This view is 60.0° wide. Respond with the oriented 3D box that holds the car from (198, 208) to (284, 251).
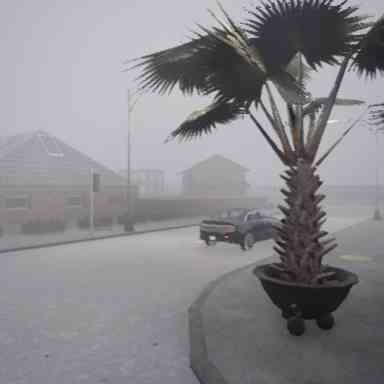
[{"bbox_3d":[2.248,1.431,13.884,2.128,1.511,4.902,0,0,39],"label":"car"}]
